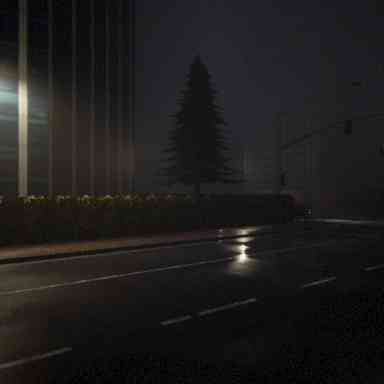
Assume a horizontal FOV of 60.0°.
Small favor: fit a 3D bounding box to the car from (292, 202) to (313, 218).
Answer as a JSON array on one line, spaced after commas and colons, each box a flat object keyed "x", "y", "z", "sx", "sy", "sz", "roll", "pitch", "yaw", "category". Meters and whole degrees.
[{"x": 8.555, "y": 1.491, "z": 30.148, "sx": 2.128, "sy": 1.511, "sz": 4.902, "roll": 0, "pitch": 0, "yaw": -35, "category": "car"}]
